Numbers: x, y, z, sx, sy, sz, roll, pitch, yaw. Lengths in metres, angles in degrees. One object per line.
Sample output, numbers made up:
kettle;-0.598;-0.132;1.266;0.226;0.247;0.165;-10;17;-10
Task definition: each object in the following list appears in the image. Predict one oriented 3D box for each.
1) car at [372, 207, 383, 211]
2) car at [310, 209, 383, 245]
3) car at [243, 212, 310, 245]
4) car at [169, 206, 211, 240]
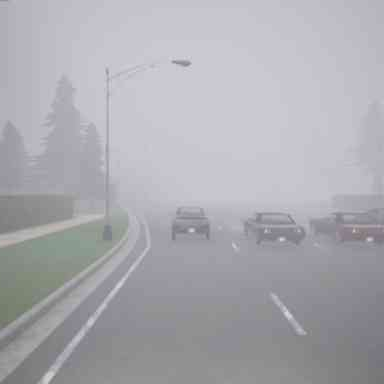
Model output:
car;10.593;1.513;18.119;1.812;1.442;4.674;0;0;0
car;7.105;1.590;15.513;1.895;1.301;4.718;0;0;0
car;3.605;1.590;15.514;1.895;1.301;4.718;0;0;0
car;-0.136;1.479;17.090;2.128;1.511;4.902;0;0;-3
